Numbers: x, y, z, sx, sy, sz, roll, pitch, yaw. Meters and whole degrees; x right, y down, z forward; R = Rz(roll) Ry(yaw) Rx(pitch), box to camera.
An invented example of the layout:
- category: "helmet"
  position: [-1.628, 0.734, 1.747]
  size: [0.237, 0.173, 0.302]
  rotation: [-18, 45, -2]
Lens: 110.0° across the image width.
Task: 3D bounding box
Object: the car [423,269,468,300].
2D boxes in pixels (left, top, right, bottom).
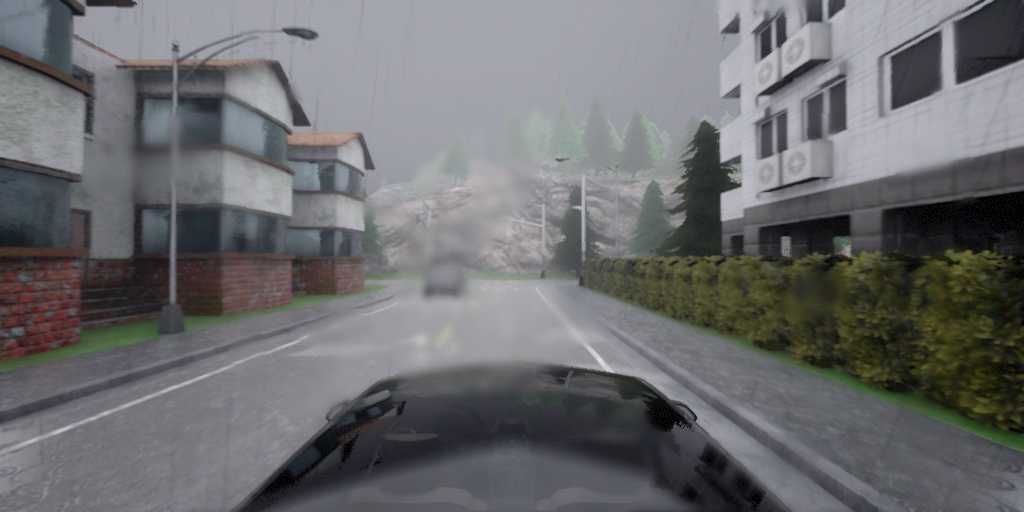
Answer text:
- category: "car"
  position: [-3.546, 1.506, 19.825]
  size: [1.837, 1.490, 4.892]
  rotation: [0, -1, 1]
